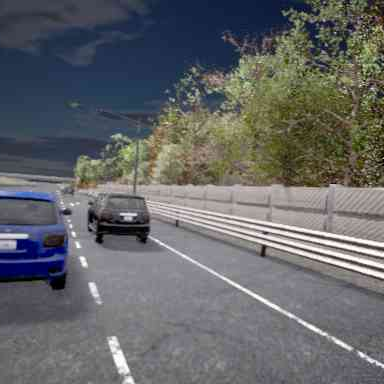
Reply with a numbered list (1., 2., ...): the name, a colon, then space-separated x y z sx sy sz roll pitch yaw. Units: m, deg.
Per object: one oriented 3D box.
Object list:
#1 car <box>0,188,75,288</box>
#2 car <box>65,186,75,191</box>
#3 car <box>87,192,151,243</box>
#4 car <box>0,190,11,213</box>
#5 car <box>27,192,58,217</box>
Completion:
1. car: -4.271 0.964 8.318 2.150 2.045 5.566 4 0 -22
2. car: -25.765 -0.146 69.597 2.150 2.045 5.566 4 -1 -22
3. car: -3.493 1.062 15.352 2.150 2.045 5.566 4 0 -22
4. car: -14.825 0.616 24.774 1.812 1.442 4.674 4 0 -22
5. car: -11.174 0.858 25.083 1.837 1.490 4.892 4 0 -22
